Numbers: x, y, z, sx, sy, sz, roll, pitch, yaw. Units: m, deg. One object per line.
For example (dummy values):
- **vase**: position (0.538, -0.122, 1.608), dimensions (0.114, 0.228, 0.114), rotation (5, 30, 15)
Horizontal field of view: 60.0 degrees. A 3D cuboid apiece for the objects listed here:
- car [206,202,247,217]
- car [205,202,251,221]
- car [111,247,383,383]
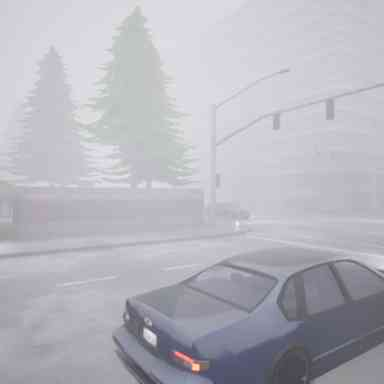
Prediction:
- **car**: position (3.564, 1.751, 34.911), dimensions (1.994, 1.385, 4.181), rotation (0, 0, -35)
- **car**: position (3.078, 1.671, 29.508), dimensions (1.837, 1.490, 4.892), rotation (0, 0, -35)
- **car**: position (1.608, 1.571, 4.921), dimensions (5.357, 1.411, 2.033), rotation (0, 0, -35)
